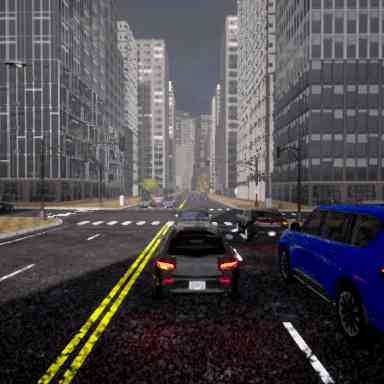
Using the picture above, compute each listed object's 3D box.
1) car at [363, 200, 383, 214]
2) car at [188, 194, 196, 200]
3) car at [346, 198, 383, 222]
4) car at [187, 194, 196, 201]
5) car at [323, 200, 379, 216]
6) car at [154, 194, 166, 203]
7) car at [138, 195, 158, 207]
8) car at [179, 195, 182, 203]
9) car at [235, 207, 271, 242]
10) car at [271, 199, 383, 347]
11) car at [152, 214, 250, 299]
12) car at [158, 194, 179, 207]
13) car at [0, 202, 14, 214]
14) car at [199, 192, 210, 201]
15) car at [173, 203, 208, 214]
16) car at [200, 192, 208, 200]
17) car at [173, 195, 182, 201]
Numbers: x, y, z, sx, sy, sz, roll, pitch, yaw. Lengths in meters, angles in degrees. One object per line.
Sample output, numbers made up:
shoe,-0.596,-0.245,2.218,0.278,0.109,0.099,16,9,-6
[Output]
car,21.777,1.636,36.726,4.829,1.417,1.752,1,0,1
car,-0.080,1.267,89.627,2.033,1.411,5.357,0,0,0
car,16.176,1.514,28.434,5.009,1.841,2.192,1,0,1
car,-0.071,1.429,79.627,1.812,1.442,4.674,0,0,0
car,16.247,1.607,34.217,4.892,1.490,1.837,0,1,0
car,-6.569,1.279,68.766,2.097,1.767,4.553,0,0,0
car,-6.638,1.310,48.830,2.097,1.767,4.553,0,0,0
car,-3.351,1.484,63.925,2.033,1.411,5.357,0,0,1
car,3.336,1.493,16.314,1.837,1.490,4.892,0,0,0
car,3.348,1.217,6.453,2.150,2.045,5.566,0,0,0
car,0.092,1.520,8.310,1.812,1.442,4.674,0,0,0
car,-3.388,1.310,48.861,2.097,1.767,4.553,0,0,0
car,-19.550,1.315,31.578,5.008,1.535,1.882,1,1,1
car,3.179,1.429,79.630,1.812,1.442,4.674,0,0,0
car,0.086,1.535,17.584,2.033,1.411,5.357,0,0,0
car,3.170,0.952,89.659,2.150,2.045,5.566,0,0,0
car,-3.321,1.465,78.833,1.994,1.385,4.181,0,0,0
